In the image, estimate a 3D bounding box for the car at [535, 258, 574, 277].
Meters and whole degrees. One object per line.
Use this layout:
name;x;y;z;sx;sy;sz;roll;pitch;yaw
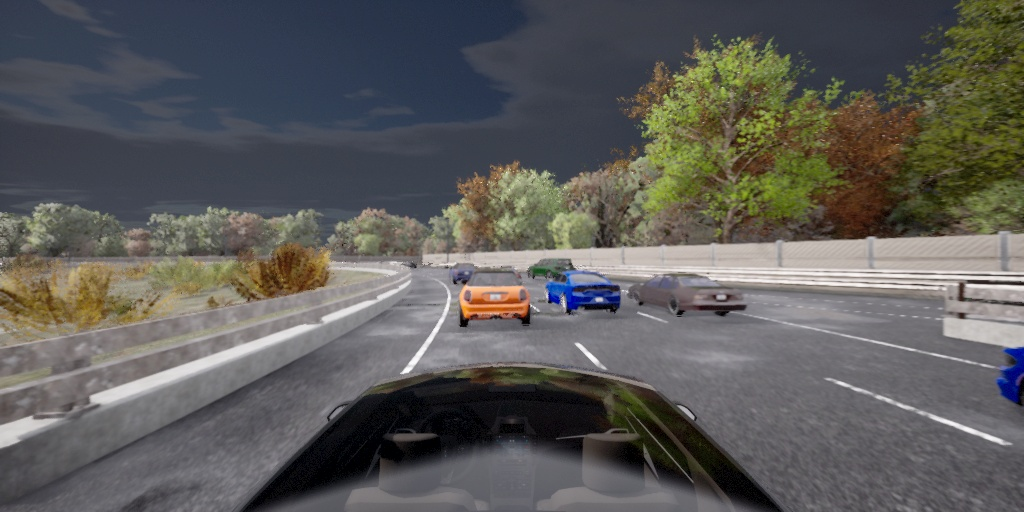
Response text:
car;3.471;1.212;32.413;2.150;2.045;5.566;0;0;-25

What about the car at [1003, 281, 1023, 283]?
car;16.385;1.073;10.357;2.097;1.767;4.553;0;-1;-35

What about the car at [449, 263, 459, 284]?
car;-4.060;1.357;29.863;2.097;1.767;4.553;0;0;-15

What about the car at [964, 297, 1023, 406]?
car;6.890;1.203;2.251;1.882;1.535;5.008;0;-1;-1

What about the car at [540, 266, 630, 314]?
car;2.622;1.324;14.354;1.882;1.535;5.008;0;0;-6

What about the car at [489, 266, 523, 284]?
car;-0.608;1.560;30.475;1.994;1.385;4.181;0;-1;-15

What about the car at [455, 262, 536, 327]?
car;-0.672;1.194;12.214;2.097;1.767;4.553;0;0;-6

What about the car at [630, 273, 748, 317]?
car;6.243;1.358;13.535;2.033;1.411;5.357;1;-1;-5
